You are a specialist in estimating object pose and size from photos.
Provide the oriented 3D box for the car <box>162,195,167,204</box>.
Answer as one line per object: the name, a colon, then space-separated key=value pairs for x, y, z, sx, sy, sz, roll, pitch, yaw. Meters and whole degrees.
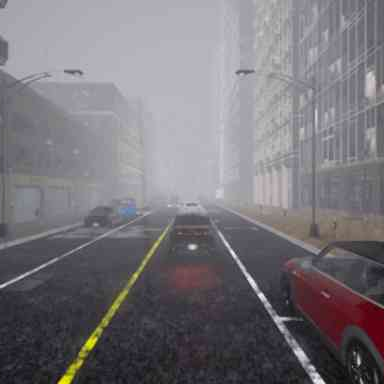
car: x=-5.721 y=1.565 z=55.820 sx=1.802 sy=1.307 sz=4.206 roll=0 pitch=0 yaw=0

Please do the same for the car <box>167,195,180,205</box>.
car: x=-3.088 y=1.335 z=58.351 sx=2.097 sy=1.767 sz=4.553 roll=0 pitch=0 yaw=0

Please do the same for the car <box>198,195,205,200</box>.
car: x=2.638 y=1.561 z=95.365 sx=1.947 sy=1.339 sz=4.313 roll=0 pitch=0 yaw=0

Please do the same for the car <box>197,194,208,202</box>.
car: x=2.650 y=1.512 z=72.941 sx=1.752 sy=1.417 sz=4.829 roll=0 pitch=0 yaw=0

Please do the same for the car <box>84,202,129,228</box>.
car: x=-5.703 y=1.556 z=21.929 sx=1.947 sy=1.339 sz=4.313 roll=0 pitch=0 yaw=0

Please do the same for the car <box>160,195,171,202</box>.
car: x=-5.730 y=1.426 z=72.766 sx=1.967 sy=1.590 sz=4.097 roll=0 pitch=0 yaw=0

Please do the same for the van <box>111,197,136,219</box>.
van: x=-5.705 y=1.329 z=27.578 sx=1.690 sy=1.788 sz=3.998 roll=0 pitch=0 yaw=0

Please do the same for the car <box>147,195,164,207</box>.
car: x=-5.718 y=1.564 z=50.171 sx=1.802 sy=1.307 sz=4.206 roll=0 pitch=0 yaw=0

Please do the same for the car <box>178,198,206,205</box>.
car: x=0.034 y=1.513 z=28.839 sx=1.812 sy=1.442 sz=4.674 roll=0 pitch=0 yaw=0

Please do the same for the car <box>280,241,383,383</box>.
car: x=2.687 y=1.438 z=4.987 sx=1.967 sy=1.590 sz=4.097 roll=0 pitch=0 yaw=0

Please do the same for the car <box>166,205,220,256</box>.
car: x=0.037 y=1.500 z=13.108 sx=1.837 sy=1.490 sz=4.892 roll=0 pitch=0 yaw=0

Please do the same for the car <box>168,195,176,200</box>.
car: x=-5.744 y=1.561 z=95.360 sx=1.947 sy=1.339 sz=4.313 roll=0 pitch=0 yaw=0
